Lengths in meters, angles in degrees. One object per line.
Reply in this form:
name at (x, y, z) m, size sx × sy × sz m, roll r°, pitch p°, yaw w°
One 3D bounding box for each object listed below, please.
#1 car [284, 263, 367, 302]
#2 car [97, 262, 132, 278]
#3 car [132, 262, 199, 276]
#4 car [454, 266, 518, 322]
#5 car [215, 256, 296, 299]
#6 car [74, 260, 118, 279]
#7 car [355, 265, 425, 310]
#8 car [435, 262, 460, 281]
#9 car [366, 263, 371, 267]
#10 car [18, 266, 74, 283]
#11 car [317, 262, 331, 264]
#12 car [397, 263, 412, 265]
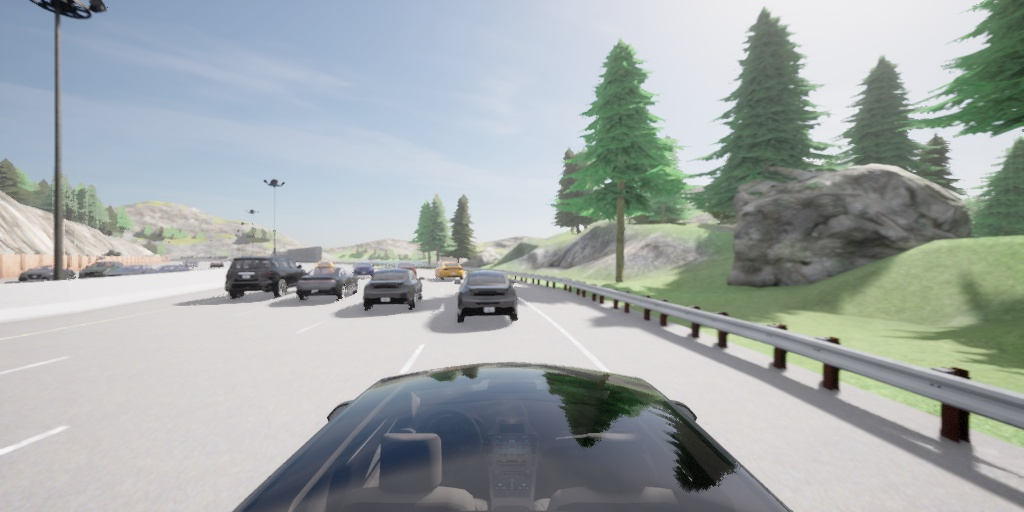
car at (-8.857, 1.293, 17.595) m, size 2.128 × 1.511 × 4.902 m, roll 0°, pitch 0°, yaw -11°
car at (-31.641, 1.463, 30.124) m, size 2.033 × 1.411 × 5.357 m, roll 0°, pitch 0°, yaw -26°
car at (-26.927, 1.440, 28.293) m, size 2.033 × 1.411 × 5.357 m, roll 0°, pitch 0°, yaw -23°
car at (-0.926, 1.267, 12.467) m, size 1.837 × 1.490 × 4.892 m, roll 0°, pitch 0°, yaw -7°
car at (-12.644, 1.042, 18.853) m, size 2.150 × 2.045 × 5.566 m, roll 0°, pitch 0°, yaw -13°
car at (-37.256, 1.295, 32.892) m, size 2.097 × 1.767 × 4.553 m, roll 0°, pitch 0°, yaw -32°
car at (-4.823, 1.286, 14.947) m, size 1.837 × 1.490 × 4.892 m, roll 0°, pitch 0°, yaw -9°
car at (-5.588, 1.274, 31.565) m, size 1.882 × 1.535 × 5.008 m, roll 0°, pitch 0°, yaw -20°
car at (-14.509, 1.366, 34.920) m, size 1.812 × 1.442 × 4.674 m, roll 0°, pitch 0°, yaw -24°
car at (-40.281, 1.520, 31.168) m, size 1.994 × 1.385 × 4.181 m, roll 0°, pitch 0°, yaw -32°
car at (-19.434, 1.342, 37.157) m, size 1.882 × 1.535 × 5.008 m, roll 0°, pitch 0°, yaw -27°
car at (-9.904, 1.343, 33.069) m, size 1.812 × 1.442 × 4.674 m, roll 0°, pitch 0°, yaw -21°
